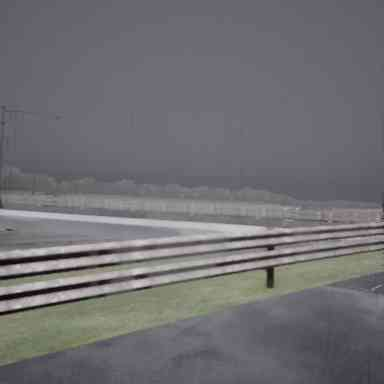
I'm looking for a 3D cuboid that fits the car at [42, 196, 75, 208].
[{"bbox_3d":[-16.527,1.253,40.962,4.902,1.511,2.128,2,-2,27],"label":"car"}]

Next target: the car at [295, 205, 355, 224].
[{"bbox_3d":[11.113,1.938,27.968,4.553,1.767,2.097,2,-2,11],"label":"car"}]
